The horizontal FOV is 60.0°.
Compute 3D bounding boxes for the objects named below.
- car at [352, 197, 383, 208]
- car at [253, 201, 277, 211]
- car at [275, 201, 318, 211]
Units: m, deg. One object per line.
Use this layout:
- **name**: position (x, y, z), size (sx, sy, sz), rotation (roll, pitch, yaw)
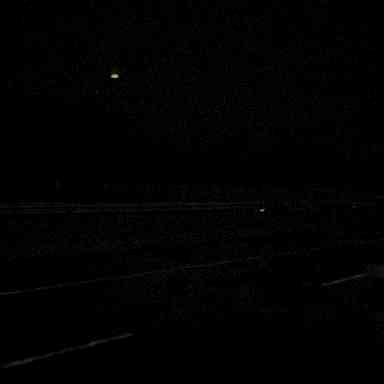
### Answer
- **car**: position (18.523, 1.508, 33.694), size (5.566, 2.045, 2.150), rotation (0, 0, -33)
- **car**: position (8.623, 1.778, 35.499), size (4.892, 1.490, 1.837), rotation (0, 0, -34)
- **car**: position (10.535, 1.837, 32.566), size (4.181, 1.385, 1.994), rotation (0, 0, -34)
